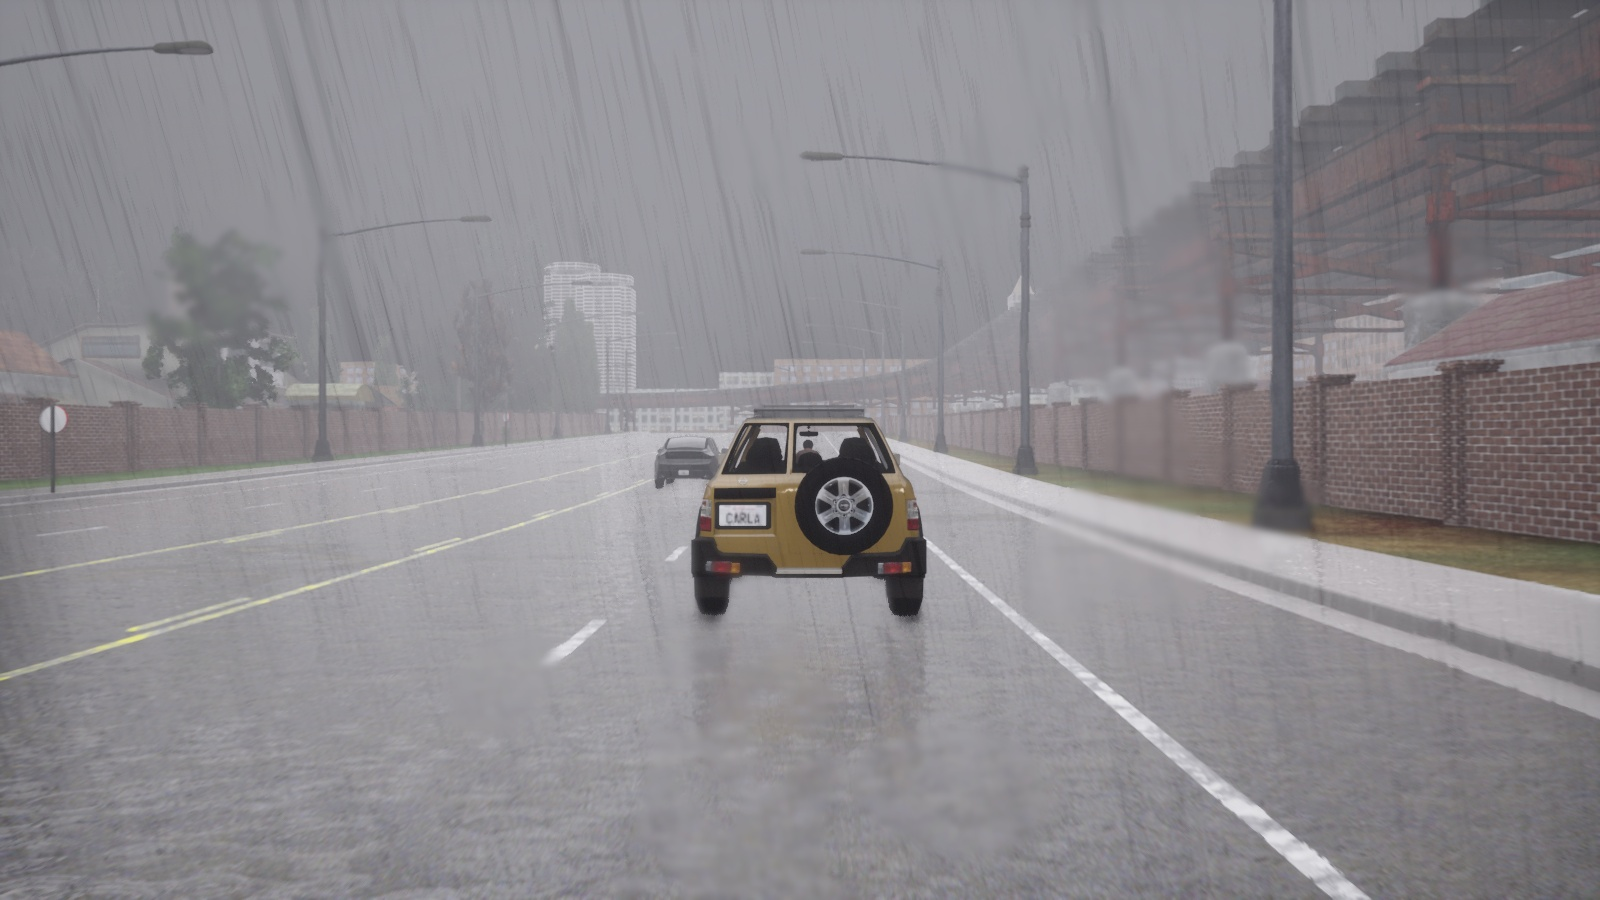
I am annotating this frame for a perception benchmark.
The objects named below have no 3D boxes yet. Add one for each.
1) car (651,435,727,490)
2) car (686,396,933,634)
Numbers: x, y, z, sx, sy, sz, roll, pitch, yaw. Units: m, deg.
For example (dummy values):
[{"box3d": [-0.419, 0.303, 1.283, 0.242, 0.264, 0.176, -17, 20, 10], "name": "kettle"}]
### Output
[{"box3d": [-3.266, 0.325, 37.860, 1.837, 1.490, 4.892, 0, 1, 0], "name": "car"}, {"box3d": [0.086, 0.495, 12.115, 1.932, 1.855, 4.605, 0, 0, 0], "name": "car"}]
